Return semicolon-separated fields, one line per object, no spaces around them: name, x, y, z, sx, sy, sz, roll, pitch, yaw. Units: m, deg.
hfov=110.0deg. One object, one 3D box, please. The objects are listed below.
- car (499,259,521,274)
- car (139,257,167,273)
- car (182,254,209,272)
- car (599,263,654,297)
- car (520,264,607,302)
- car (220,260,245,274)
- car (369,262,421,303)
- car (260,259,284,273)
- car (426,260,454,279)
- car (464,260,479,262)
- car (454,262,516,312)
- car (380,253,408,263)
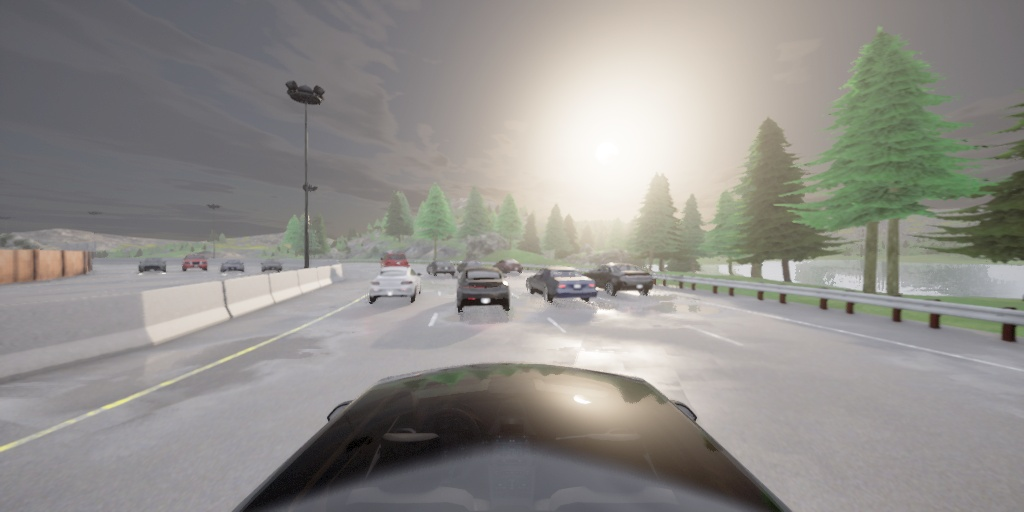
car;-0.500;1.017;36.128;1.812;1.442;4.674;0;0;-23
car;-40.249;0.948;40.274;2.097;1.767;4.553;-1;1;-42
car;-38.243;0.792;43.320;2.150;2.045;5.566;0;0;-43
car;5.128;1.100;18.030;2.128;1.511;4.902;0;0;-11
car;2.038;1.181;16.121;2.033;1.411;5.357;0;0;-10
car;-30.181;1.138;38.858;1.994;1.385;4.181;0;0;-36
car;-5.132;1.185;16.084;1.812;1.442;4.674;0;0;-11
car;-26.271;1.063;39.356;1.837;1.490;4.892;0;0;-34
car;-6.562;1.085;32.788;2.033;1.411;5.357;0;0;-23
car;-4.097;1.072;35.569;1.994;1.385;4.181;0;0;-24
car;-1.226;1.167;13.910;1.837;1.490;4.892;0;0;-9
car;-11.671;0.756;35.507;2.150;2.045;5.566;0;0;-26
